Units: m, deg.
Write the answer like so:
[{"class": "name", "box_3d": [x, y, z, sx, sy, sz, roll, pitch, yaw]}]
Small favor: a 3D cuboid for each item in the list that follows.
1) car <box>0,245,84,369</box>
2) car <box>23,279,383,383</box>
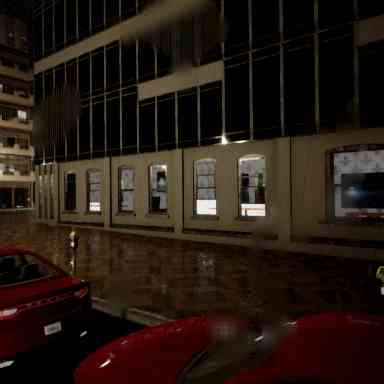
[{"class": "car", "box_3d": [-3.528, 1.546, 5.396, 4.507, 1.381, 1.887, 0, -1, 35]}, {"class": "car", "box_3d": [1.047, 1.545, 2.137, 4.507, 1.381, 1.887, 0, -1, 35]}]
